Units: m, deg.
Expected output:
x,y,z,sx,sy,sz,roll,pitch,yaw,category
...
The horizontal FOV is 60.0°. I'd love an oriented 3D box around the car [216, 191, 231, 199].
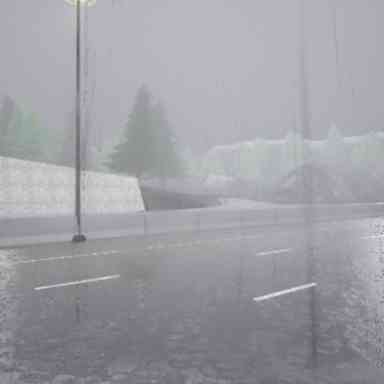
x,y,z,sx,sy,sz,roll,pitch,yaw,category
8.173,0.787,88.330,2.150,2.045,5.566,0,3,-21,car
